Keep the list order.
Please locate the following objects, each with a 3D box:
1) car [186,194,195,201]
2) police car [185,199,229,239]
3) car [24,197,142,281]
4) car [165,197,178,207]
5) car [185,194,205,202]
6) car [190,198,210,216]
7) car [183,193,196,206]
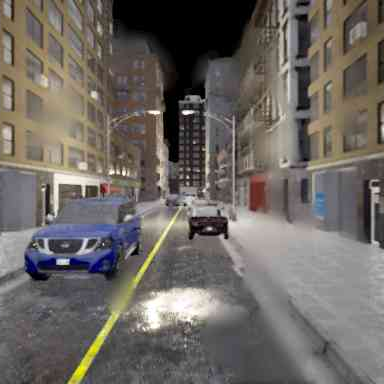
[{"bbox_3d":[-0.257,1.197,69.661,1.812,1.442,4.674,0,0,0],"label":"car"},{"bbox_3d":[0.763,1.392,17.177,1.930,1.638,5.238,0,0,0],"label":"police car"},{"bbox_3d":[-2.886,1.204,10.182,2.150,2.045,5.566,0,0,0],"label":"car"},{"bbox_3d":[-3.010,1.442,49.941,2.033,1.411,5.357,0,0,0],"label":"car"},{"bbox_3d":[0.726,1.296,27.037,2.097,1.767,4.553,0,0,0],"label":"car"},{"bbox_3d":[0.705,1.409,33.067,1.882,1.535,5.008,0,0,0],"label":"car"},{"bbox_3d":[-0.190,1.113,51.570,2.150,2.045,5.566,0,0,0],"label":"car"}]
